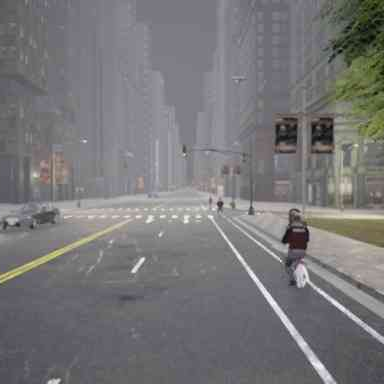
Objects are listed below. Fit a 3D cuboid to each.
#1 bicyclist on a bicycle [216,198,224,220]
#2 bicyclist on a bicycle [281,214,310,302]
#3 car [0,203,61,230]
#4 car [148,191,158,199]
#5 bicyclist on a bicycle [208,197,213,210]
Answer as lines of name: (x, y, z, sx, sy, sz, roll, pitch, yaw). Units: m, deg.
bicyclist on a bicycle: (2.245, 1.318, 26.652, 0.659, 1.776, 1.843, 0, 0, 0)
bicyclist on a bicycle: (2.240, 1.352, 7.350, 0.659, 1.776, 1.843, 0, 0, 0)
car: (-9.814, 1.450, 20.593, 2.128, 1.511, 4.902, 0, 0, 0)
car: (-9.765, 0.650, 83.787, 2.150, 2.045, 5.566, 0, 0, 0)
bicyclist on a bicycle: (2.248, 1.379, 40.213, 0.582, 1.620, 1.656, 0, 0, 0)
